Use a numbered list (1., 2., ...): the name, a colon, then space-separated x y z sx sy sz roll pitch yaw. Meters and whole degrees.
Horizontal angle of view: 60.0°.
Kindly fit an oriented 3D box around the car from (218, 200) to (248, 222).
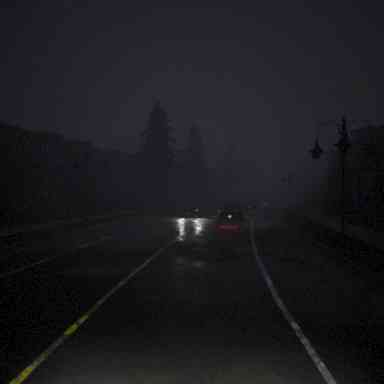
1. car: 3.199 1.497 26.305 1.837 1.490 4.892 0 0 11

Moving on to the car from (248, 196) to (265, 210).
1. car: 7.721 1.596 42.617 1.895 1.301 4.718 0 0 19

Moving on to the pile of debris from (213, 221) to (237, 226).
1. pile of debris: 2.329 2.166 23.094 1.500 0.140 1.860 0 0 11

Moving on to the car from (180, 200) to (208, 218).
1. car: 0.252 1.503 30.074 1.812 1.442 4.674 0 0 13

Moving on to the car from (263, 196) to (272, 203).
1. car: 14.865 1.500 67.918 2.033 1.411 5.357 0 0 26
